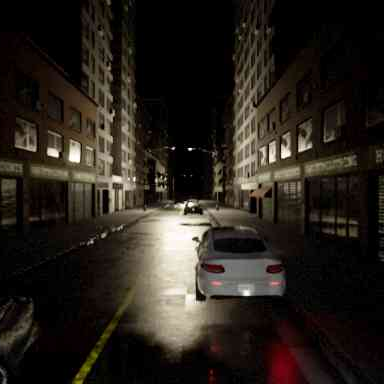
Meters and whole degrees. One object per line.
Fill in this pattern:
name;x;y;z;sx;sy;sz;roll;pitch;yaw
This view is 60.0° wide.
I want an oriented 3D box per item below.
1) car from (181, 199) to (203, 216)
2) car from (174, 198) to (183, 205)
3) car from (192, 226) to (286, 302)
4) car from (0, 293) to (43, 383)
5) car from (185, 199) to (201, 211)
car;0.153;1.760;35.518;1.994;1.385;4.181;0;0;1
car;-2.577;1.966;67.138;1.994;1.385;4.181;0;0;0
car;0.983;1.569;8.272;1.812;1.442;4.674;0;0;0
car;-2.746;1.556;1.748;2.033;1.411;5.357;0;0;0
car;0.128;1.751;45.488;2.128;1.511;4.902;0;0;0
